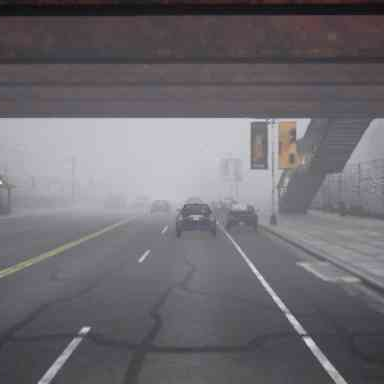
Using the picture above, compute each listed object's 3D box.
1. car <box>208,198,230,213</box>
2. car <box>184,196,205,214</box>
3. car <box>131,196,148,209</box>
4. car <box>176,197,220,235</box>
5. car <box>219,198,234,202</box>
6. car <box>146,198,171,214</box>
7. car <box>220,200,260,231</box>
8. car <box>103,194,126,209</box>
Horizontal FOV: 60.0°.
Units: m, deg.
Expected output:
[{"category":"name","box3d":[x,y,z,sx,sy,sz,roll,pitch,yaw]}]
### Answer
[{"category":"car","box3d":[3.037,1.471,37.995,2.097,1.535,5.008,0,0,0]},{"category":"car","box3d":[0.234,1.345,36.096,2.097,1.767,4.553,0,0,0]},{"category":"car","box3d":[-6.862,1.371,45.159,2.097,1.767,4.553,0,0,0]},{"category":"car","box3d":[0.218,1.348,18.769,2.097,1.767,4.553,0,0,0]},{"category":"car","box3d":[3.175,1.347,31.570,2.185,1.767,4.553,0,0,0]},{"category":"car","box3d":[-3.266,1.539,35.270,2.033,1.411,5.357,0,0,0]},{"category":"car","box3d":[3.138,1.476,20.795,2.231,1.521,4.892,0,0,10]},{"category":"car","box3d":[-10.362,1.317,45.100,2.150,2.045,5.566,0,0,0]}]
